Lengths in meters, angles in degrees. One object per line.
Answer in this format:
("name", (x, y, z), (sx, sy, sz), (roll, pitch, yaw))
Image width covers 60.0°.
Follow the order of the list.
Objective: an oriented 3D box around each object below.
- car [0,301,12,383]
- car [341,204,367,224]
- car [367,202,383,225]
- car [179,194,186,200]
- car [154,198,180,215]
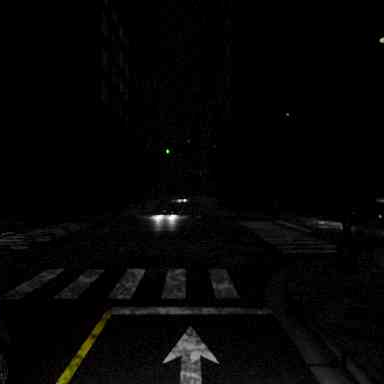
("car", (-2.996, 1.341, 1.681), (2.097, 1.767, 4.553), (0, 0, 0))
("car", (12.945, 1.425, 23.306), (4.674, 1.442, 1.812), (0, 0, 1))
("car", (14.067, 1.106, 20.090), (5.566, 2.045, 2.150), (0, 0, -2))
("car", (-2.419, 1.272, 84.025), (2.128, 1.511, 4.902), (0, 0, 0))
("car", (-2.425, 1.478, 31.526), (1.994, 1.385, 4.181), (0, 1, 0))
